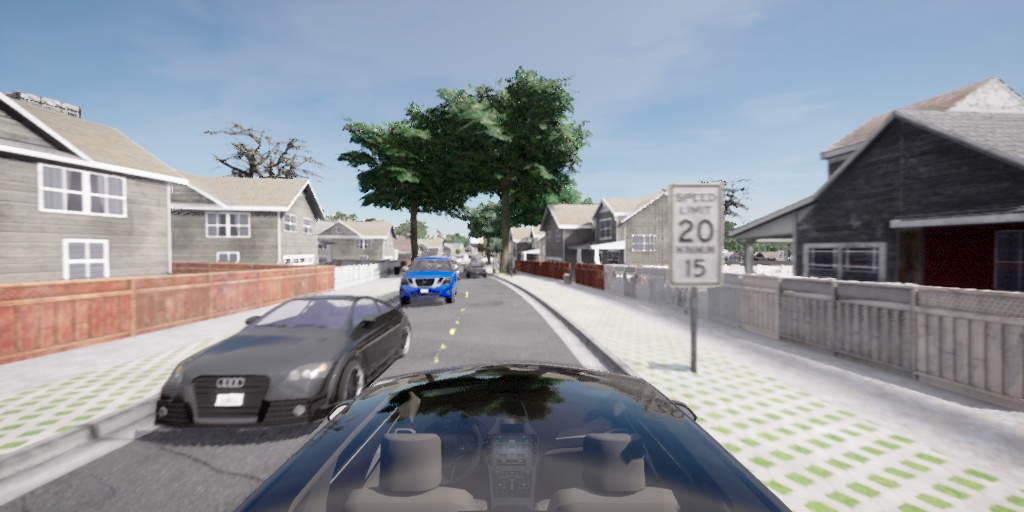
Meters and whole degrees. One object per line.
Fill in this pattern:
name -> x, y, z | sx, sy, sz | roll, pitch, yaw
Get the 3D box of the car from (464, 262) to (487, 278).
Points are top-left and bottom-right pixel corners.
car -> -3.604, 1.356, 35.755 | 2.128, 1.511, 4.902 | 0, 0, -10

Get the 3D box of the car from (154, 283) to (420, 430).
car -> -3.020, 1.338, 5.771 | 1.994, 1.385, 4.181 | 0, 0, -1

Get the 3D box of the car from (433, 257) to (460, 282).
car -> -5.776, 1.089, 31.826 | 2.150, 2.045, 5.566 | 0, 0, -10

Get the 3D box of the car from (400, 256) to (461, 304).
car -> -3.736, 1.036, 16.907 | 2.150, 2.045, 5.566 | 0, 0, -6
